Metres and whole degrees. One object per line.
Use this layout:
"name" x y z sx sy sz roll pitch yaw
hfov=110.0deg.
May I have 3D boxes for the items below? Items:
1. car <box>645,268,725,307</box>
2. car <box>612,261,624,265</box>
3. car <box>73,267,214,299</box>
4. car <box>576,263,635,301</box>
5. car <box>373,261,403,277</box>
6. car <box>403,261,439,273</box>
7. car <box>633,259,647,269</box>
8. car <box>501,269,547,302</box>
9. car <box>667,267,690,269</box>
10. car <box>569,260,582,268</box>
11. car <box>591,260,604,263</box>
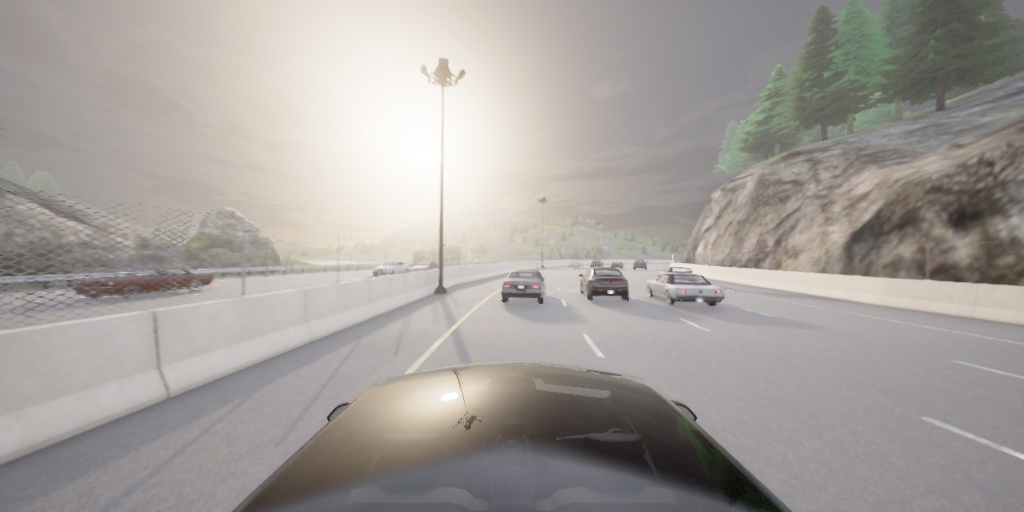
"car" 7.513 1.427 16.145 1.895 1.301 4.718 1 0 5
"car" 18.193 1.534 61.689 1.895 1.301 4.718 1 0 21
"car" -16.972 1.179 16.876 1.895 1.301 4.718 1 0 5
"car" 4.468 1.300 17.798 1.837 1.490 4.892 0 0 5
"car" -11.300 1.168 33.985 1.812 1.442 4.674 1 0 10
"car" -7.888 1.198 33.169 1.812 1.442 4.674 1 0 10
"car" 21.674 1.321 60.622 2.097 1.767 4.553 1 0 21
"car" 0.645 1.304 16.993 2.033 1.411 5.357 1 0 6
"car" 12.646 1.478 27.551 1.895 1.301 4.718 1 0 10
"car" 11.285 1.389 62.911 1.812 1.442 4.674 0 0 21
"car" 14.813 1.404 62.354 1.837 1.490 4.892 0 0 21
